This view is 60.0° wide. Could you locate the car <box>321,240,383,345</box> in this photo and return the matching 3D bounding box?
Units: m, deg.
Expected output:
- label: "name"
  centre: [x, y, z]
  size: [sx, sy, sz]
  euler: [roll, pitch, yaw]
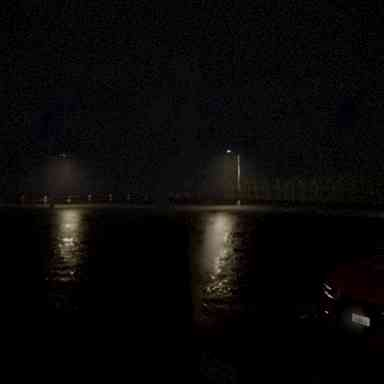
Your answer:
- label: "car"
  centre: [4.374, 1.504, 6.058]
  size: [5.008, 1.535, 1.882]
  euler: [0, 0, -35]
